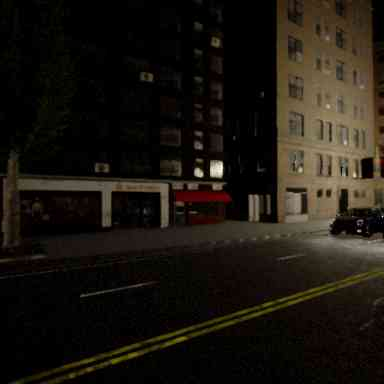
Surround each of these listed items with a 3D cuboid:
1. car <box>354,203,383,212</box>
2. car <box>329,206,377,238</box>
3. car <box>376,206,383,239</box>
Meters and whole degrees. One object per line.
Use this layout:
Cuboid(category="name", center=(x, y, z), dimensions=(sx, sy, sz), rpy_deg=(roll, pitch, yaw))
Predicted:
Cuboid(category="car", center=(29.435, 2.554, 55.070), dimensions=(1.947, 1.339, 4.313), rpy_deg=(1, -2, -38))
Cuboid(category="car", center=(10.251, 1.715, 20.098), dimensions=(4.553, 1.767, 2.097), rpy_deg=(1, -1, -38))
Cuboid(category="car", center=(11.741, 1.649, 17.135), dimensions=(4.553, 1.767, 2.097), rpy_deg=(1, -1, -38))
